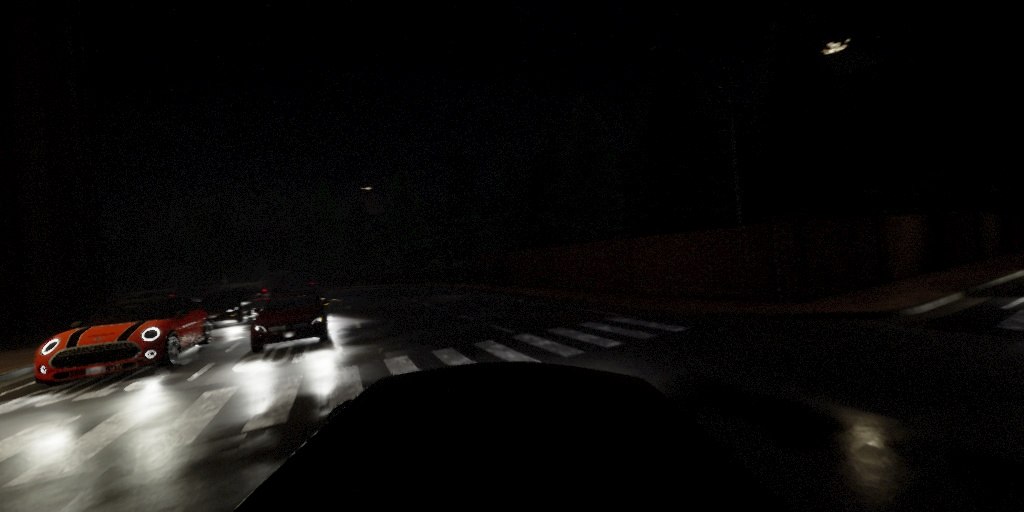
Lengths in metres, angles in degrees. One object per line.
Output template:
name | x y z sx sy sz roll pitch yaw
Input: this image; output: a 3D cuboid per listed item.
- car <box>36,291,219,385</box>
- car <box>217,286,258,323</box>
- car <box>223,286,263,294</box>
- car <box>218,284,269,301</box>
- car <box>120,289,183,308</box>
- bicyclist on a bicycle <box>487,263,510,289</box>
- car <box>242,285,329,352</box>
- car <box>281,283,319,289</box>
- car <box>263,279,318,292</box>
car | -9.953 1.948 9.637 2.097 1.767 4.553 -4 -1 -28
car | -14.194 2.500 17.719 1.837 1.490 4.892 -4 -1 -29
car | -20.322 3.038 26.037 4.902 1.511 2.128 -5 -1 41
car | -29.107 3.944 38.822 4.718 1.301 1.895 -5 0 16
car | -40.020 4.723 39.922 4.892 1.490 1.837 -4 -1 -4
bicyclist on a bicycle | -0.898 1.282 22.848 1.656 1.620 0.582 -4 -1 -27
car | -6.945 1.898 11.482 1.812 1.442 4.674 -4 -1 -28
car | -11.165 2.371 19.536 1.895 1.301 4.718 -4 -1 -29
car | -17.569 2.894 28.335 5.357 1.411 2.033 -5 -1 43
